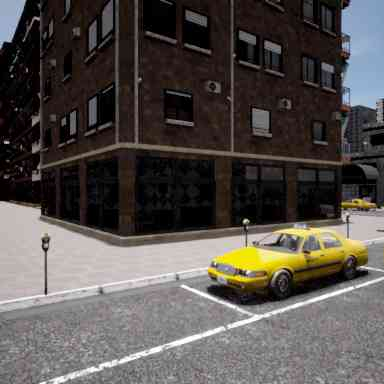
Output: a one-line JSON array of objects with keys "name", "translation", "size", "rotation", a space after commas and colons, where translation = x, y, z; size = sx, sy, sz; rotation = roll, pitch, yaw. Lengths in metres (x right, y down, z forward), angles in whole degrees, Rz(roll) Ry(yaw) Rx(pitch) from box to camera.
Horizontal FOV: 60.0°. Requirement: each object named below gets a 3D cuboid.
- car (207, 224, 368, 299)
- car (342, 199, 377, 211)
[{"name": "car", "translation": [2.594, 1.525, 8.416], "size": [4.829, 1.417, 1.752], "rotation": [0, 0, -36]}, {"name": "car", "translation": [19.270, 1.469, 39.636], "size": [1.752, 1.417, 4.829], "rotation": [0, 0, -35]}]
